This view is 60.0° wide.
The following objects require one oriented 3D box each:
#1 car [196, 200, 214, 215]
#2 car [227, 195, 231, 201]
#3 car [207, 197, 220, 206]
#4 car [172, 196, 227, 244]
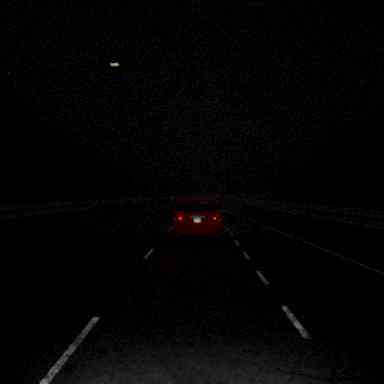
[{"bbox_3d":[1.456,1.573,35.699,1.812,1.442,4.674,0,0,4],"label":"car"},{"bbox_3d":[8.157,1.730,86.119,2.033,1.411,5.357,0,0,11],"label":"car"},{"bbox_3d":[3.901,1.648,59.319,2.033,1.411,5.357,0,0,7],"label":"car"},{"bbox_3d":[0.312,1.228,15.939,2.150,2.045,5.566,0,0,2],"label":"car"}]
